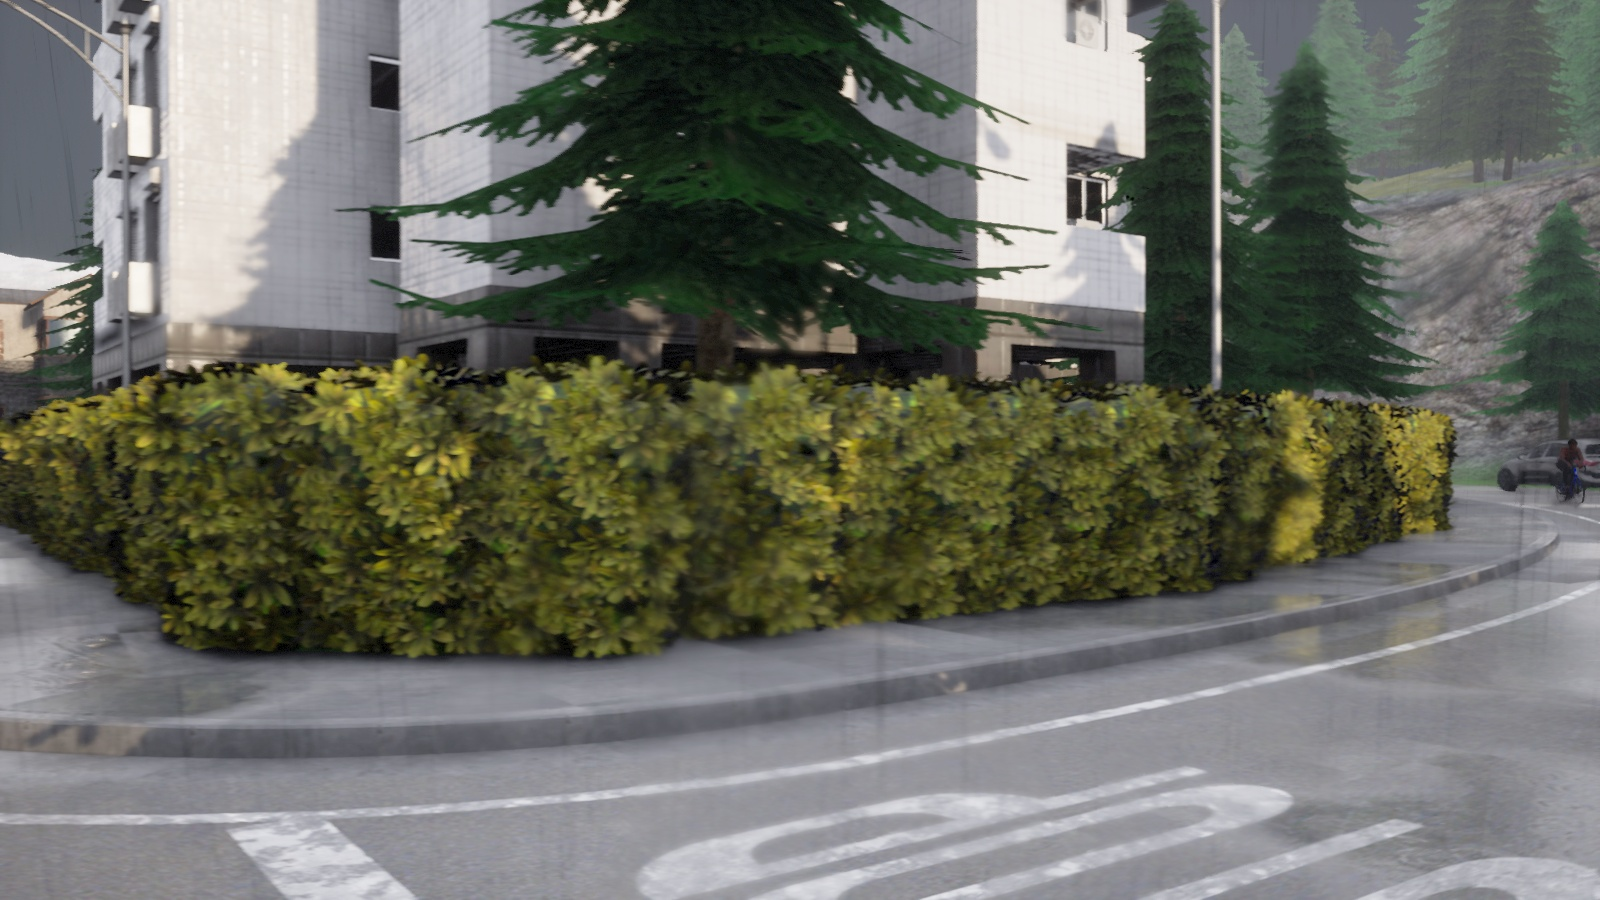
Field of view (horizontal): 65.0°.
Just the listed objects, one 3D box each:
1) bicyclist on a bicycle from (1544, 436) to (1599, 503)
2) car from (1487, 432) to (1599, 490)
[{"bbox_3d":[19.347,0.469,31.534,0.582,1.620,1.656,-1,0,10],"label":"bicyclist on a bicycle"},{"bbox_3d":[23.356,0.310,38.302,2.242,1.667,4.611,0,0,-1],"label":"car"}]
